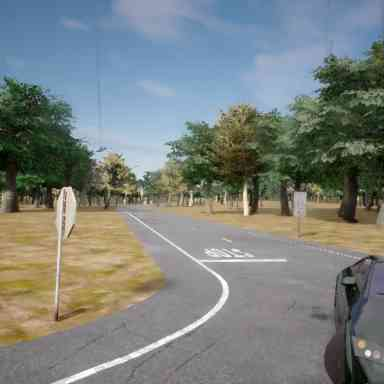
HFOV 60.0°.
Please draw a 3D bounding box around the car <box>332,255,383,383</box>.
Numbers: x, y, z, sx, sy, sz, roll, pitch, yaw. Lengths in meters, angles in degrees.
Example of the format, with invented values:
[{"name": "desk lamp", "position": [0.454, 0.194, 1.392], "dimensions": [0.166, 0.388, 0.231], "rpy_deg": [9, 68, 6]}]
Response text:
[{"name": "car", "position": [3.076, 1.642, 4.582], "dimensions": [1.994, 1.385, 4.181], "rpy_deg": [1, -1, 22]}]
